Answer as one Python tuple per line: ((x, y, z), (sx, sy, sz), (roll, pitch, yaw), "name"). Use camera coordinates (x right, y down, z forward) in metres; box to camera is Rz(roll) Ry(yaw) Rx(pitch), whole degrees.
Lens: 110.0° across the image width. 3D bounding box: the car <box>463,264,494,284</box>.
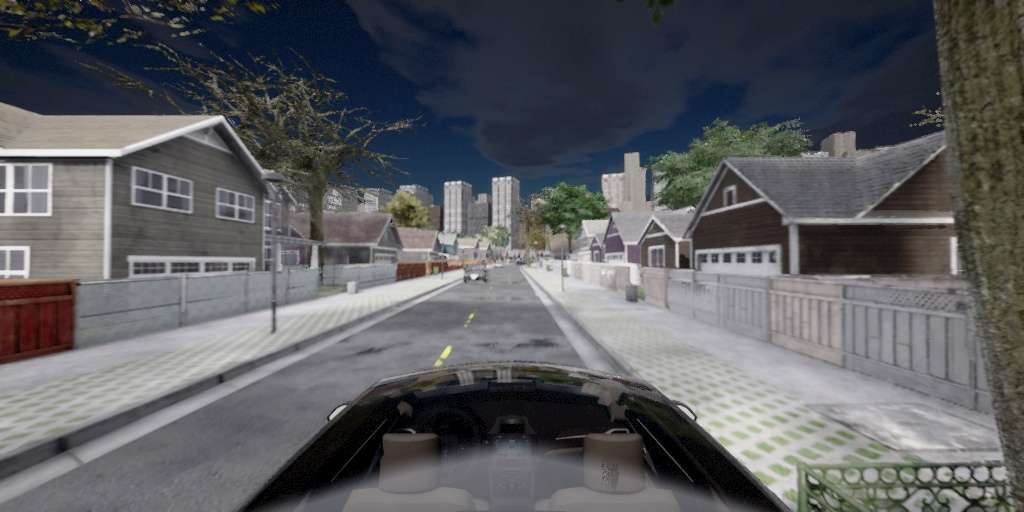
((-2.849, 1.395, 29.357), (2.128, 1.511, 4.902), (0, 0, 0), "car")
